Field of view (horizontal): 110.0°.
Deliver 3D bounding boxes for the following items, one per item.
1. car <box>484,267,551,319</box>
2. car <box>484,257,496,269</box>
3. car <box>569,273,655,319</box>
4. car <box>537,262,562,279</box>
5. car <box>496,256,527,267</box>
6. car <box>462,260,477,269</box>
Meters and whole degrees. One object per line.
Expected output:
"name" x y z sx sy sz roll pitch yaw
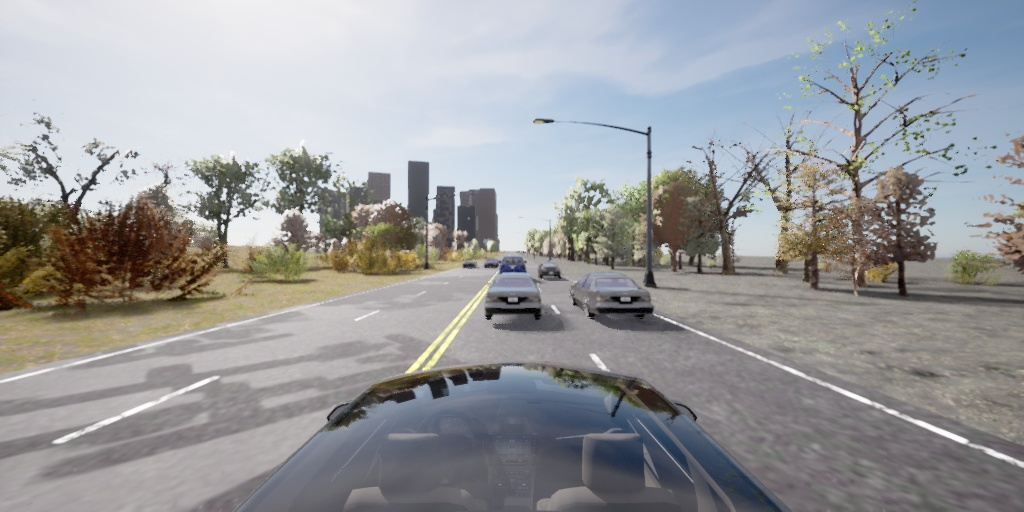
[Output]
"car" 0.048 1.303 12.851 2.033 1.411 5.357 0 0 1
"car" -3.293 1.033 56.537 2.097 1.767 4.553 0 0 0
"car" 3.298 1.299 12.854 2.033 1.411 5.357 0 0 1
"car" 3.334 1.276 32.622 1.812 1.442 4.674 0 0 0
"car" 0.077 0.982 30.567 2.150 2.045 5.566 0 0 0
"car" -6.548 1.286 55.778 1.895 1.301 4.718 0 0 0
